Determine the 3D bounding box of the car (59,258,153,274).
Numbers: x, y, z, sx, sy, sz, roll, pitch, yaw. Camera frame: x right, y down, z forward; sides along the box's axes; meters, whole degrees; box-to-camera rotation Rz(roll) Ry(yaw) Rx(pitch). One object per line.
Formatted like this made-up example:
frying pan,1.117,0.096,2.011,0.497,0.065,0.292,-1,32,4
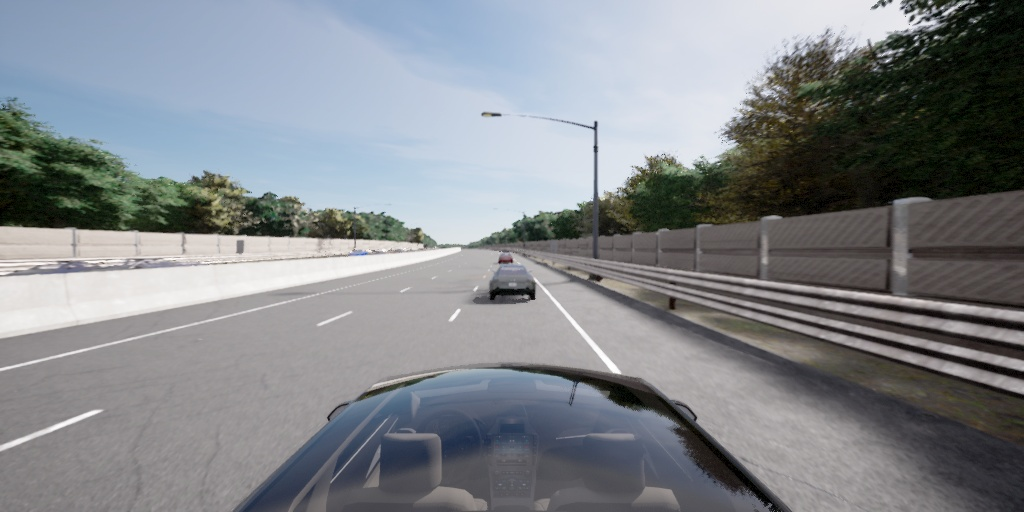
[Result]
car,-21.233,0.904,20.216,2.128,1.511,4.902,0,1,-1

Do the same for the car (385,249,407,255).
car,-18.930,-0.332,59.605,2.097,1.767,4.553,0,2,-2

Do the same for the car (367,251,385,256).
car,-22.485,-0.142,61.141,1.895,1.301,4.718,0,2,-2

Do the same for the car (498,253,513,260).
car,-0.826,0.238,48.302,1.994,1.385,4.181,0,2,-2

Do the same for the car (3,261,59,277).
car,-24.728,0.991,19.739,1.994,1.385,4.181,0,1,-1

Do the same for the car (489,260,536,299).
car,0.006,1.055,16.174,1.994,1.385,4.181,0,1,-1

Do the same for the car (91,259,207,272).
car,-17.713,0.994,18.711,2.033,1.411,5.357,0,1,-1
